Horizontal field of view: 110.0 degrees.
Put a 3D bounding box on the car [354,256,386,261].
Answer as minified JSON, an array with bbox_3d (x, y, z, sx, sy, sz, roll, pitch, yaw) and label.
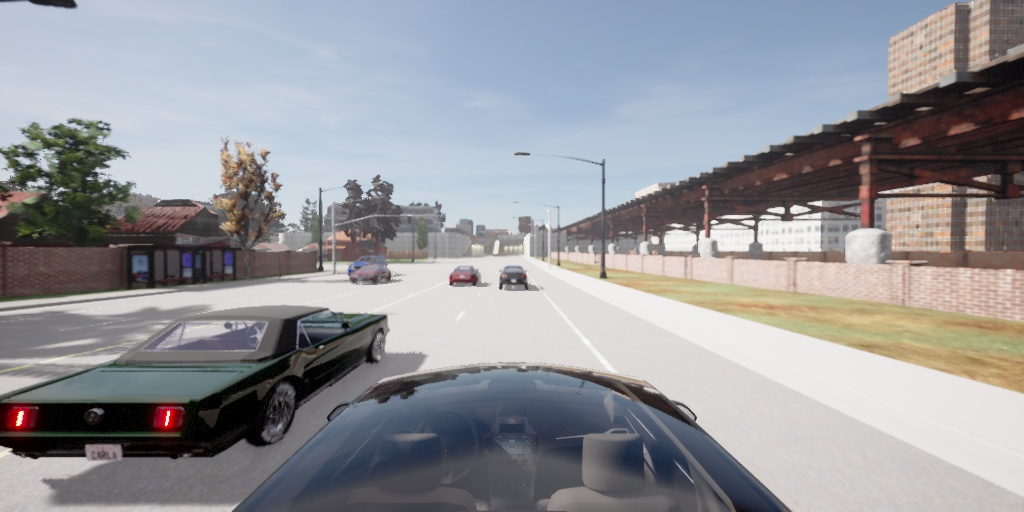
[{"bbox_3d":[-14.043,0.990,35.331,2.150,2.045,5.566,0,0,0],"label":"car"}]

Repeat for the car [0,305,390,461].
[{"bbox_3d":[-3.399,1.368,5.215,1.895,1.301,4.718,0,0,0],"label":"car"}]

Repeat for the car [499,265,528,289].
[{"bbox_3d":[0.100,1.335,23.931,1.812,1.442,4.674,0,0,0],"label":"car"}]

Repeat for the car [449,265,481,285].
[{"bbox_3d":[-3.401,1.365,26.454,1.994,1.385,4.181,0,0,0],"label":"car"}]

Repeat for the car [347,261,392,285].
[{"bbox_3d":[-10.587,1.324,27.278,1.812,1.442,4.674,0,0,0],"label":"car"}]
